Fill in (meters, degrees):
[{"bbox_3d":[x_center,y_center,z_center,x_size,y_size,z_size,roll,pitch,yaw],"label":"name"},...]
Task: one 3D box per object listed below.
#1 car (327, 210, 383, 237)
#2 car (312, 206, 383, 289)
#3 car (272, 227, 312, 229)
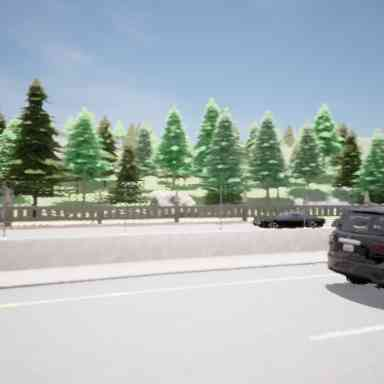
[{"bbox_3d":[11.077,1.891,20.547,4.892,1.490,1.837,0,-1,-12],"label":"car"},{"bbox_3d":[6.119,1.386,8.329,5.566,2.045,2.150,1,-1,-17],"label":"car"},{"bbox_3d":[6.650,2.011,23.145,4.718,1.301,1.895,0,-1,-14],"label":"car"}]
